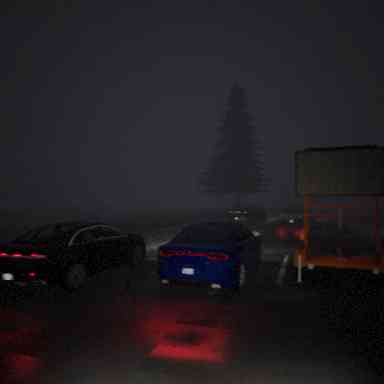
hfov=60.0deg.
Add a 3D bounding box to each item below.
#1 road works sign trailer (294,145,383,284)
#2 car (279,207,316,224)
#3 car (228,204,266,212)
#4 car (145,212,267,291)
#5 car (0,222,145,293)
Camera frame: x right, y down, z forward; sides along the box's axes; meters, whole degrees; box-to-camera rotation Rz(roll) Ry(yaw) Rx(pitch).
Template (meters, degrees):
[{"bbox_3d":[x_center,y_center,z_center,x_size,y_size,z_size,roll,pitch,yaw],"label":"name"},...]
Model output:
[{"bbox_3d":[4.187,0.524,9.412,2.380,3.560,2.880,0,0,22],"label":"road works sign trailer"},{"bbox_3d":[8.190,1.772,25.518,1.895,1.301,4.718,0,-1,30],"label":"car"},{"bbox_3d":[4.368,1.679,25.775,2.128,1.511,4.902,0,-1,29],"label":"car"},{"bbox_3d":[0.764,1.550,9.406,1.882,1.535,5.008,0,0,20],"label":"car"},{"bbox_3d":[-3.021,1.576,9.242,2.128,1.511,4.902,0,0,20],"label":"car"}]
